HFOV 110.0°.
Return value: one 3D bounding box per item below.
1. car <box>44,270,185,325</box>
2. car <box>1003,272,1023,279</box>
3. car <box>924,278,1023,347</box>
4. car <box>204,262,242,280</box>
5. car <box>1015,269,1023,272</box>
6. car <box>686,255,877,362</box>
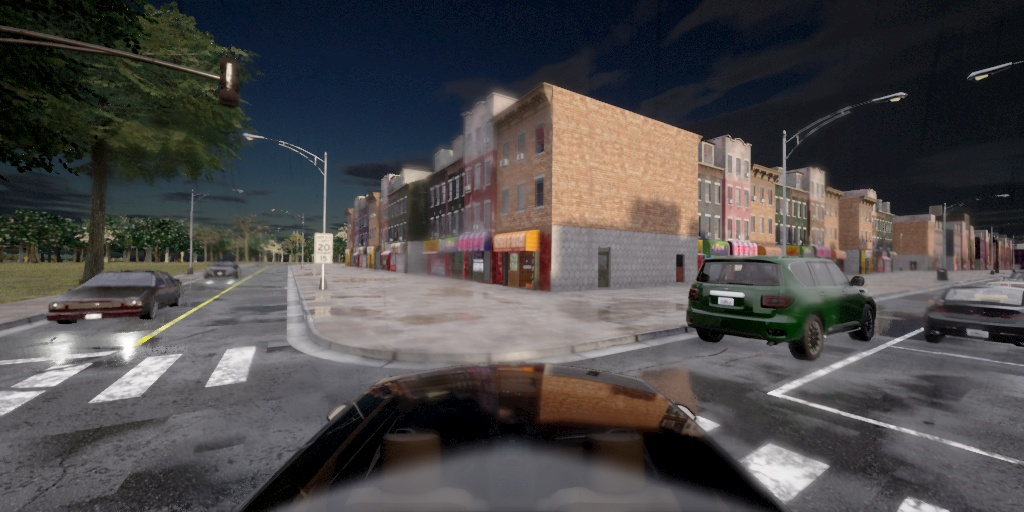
[{"bbox_3d":[-12.191,1.157,11.509,2.033,1.411,5.357,1,0,-32],"label":"car"},{"bbox_3d":[16.249,1.392,11.593,4.829,1.417,1.751,0,0,-32],"label":"car"},{"bbox_3d":[11.313,1.365,8.464,4.403,1.370,2.007,0,0,-32],"label":"car"},{"bbox_3d":[-22.578,1.144,28.158,1.994,1.385,4.181,1,-1,-32],"label":"car"},{"bbox_3d":[25.690,1.417,17.577,4.097,1.591,1.967,0,0,-32],"label":"car"},{"bbox_3d":[6.510,1.017,8.551,5.566,2.045,2.150,1,-1,-32],"label":"car"}]
